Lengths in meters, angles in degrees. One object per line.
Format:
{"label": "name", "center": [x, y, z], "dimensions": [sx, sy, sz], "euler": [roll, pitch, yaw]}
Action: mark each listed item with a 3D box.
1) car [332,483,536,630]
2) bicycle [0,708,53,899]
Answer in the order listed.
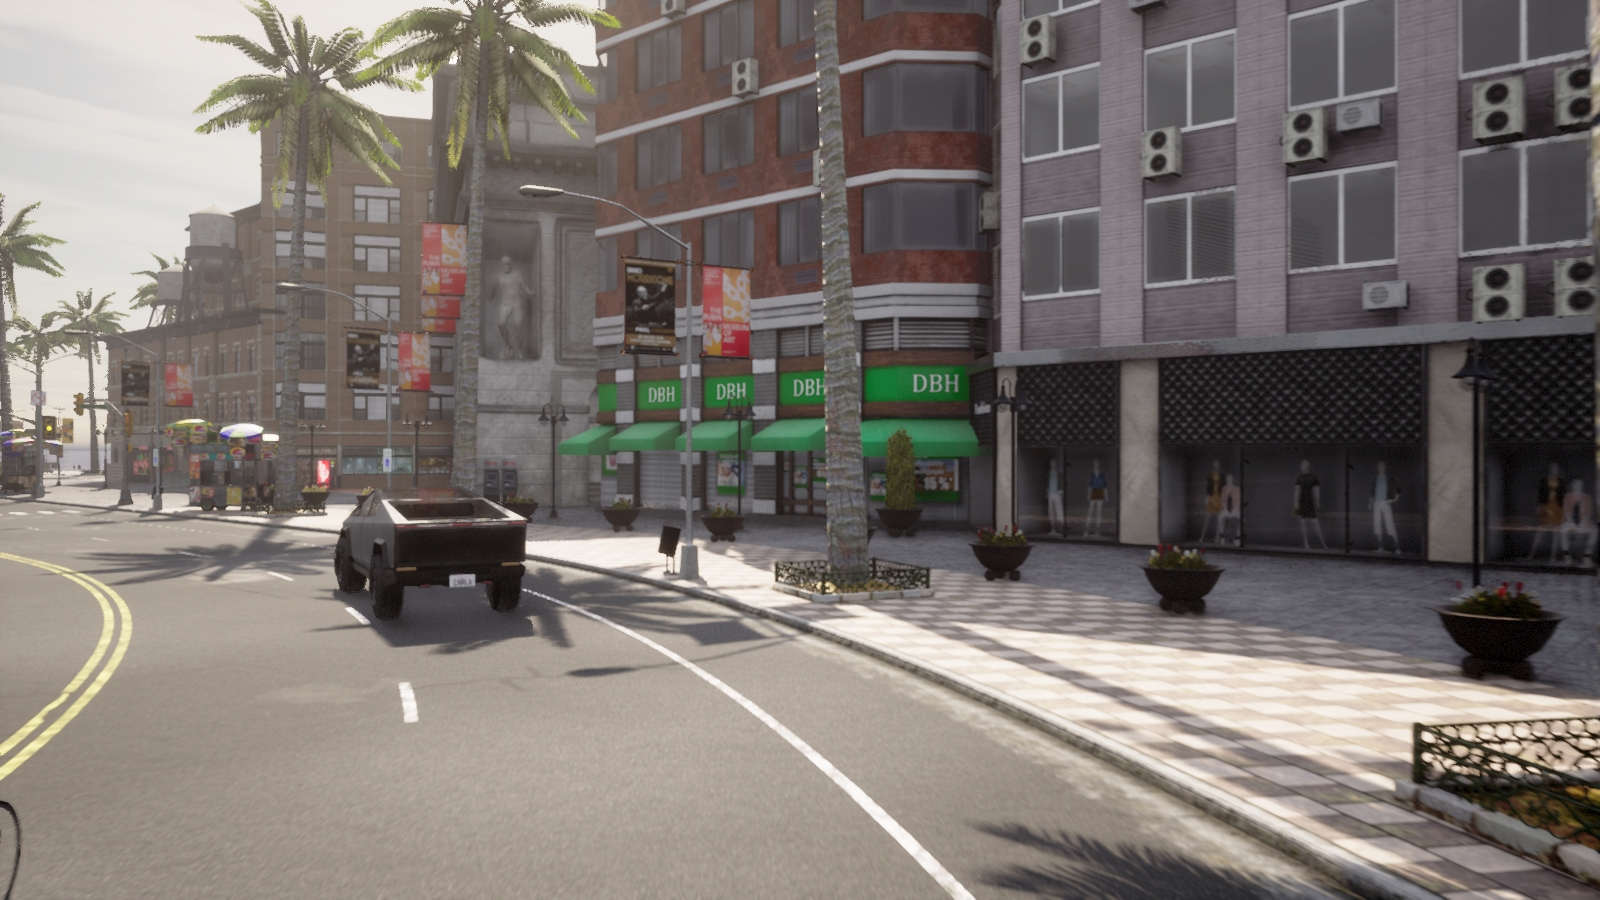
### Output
{"label": "car", "center": [-6.954, 1.755, 21.126], "dimensions": [2.390, 2.098, 6.274], "euler": [0, 0, -29]}
{"label": "bicycle", "center": [-4.660, 2.211, 6.260], "dimensions": [0.329, 1.171, 1.835], "euler": [0, 0, -13]}
